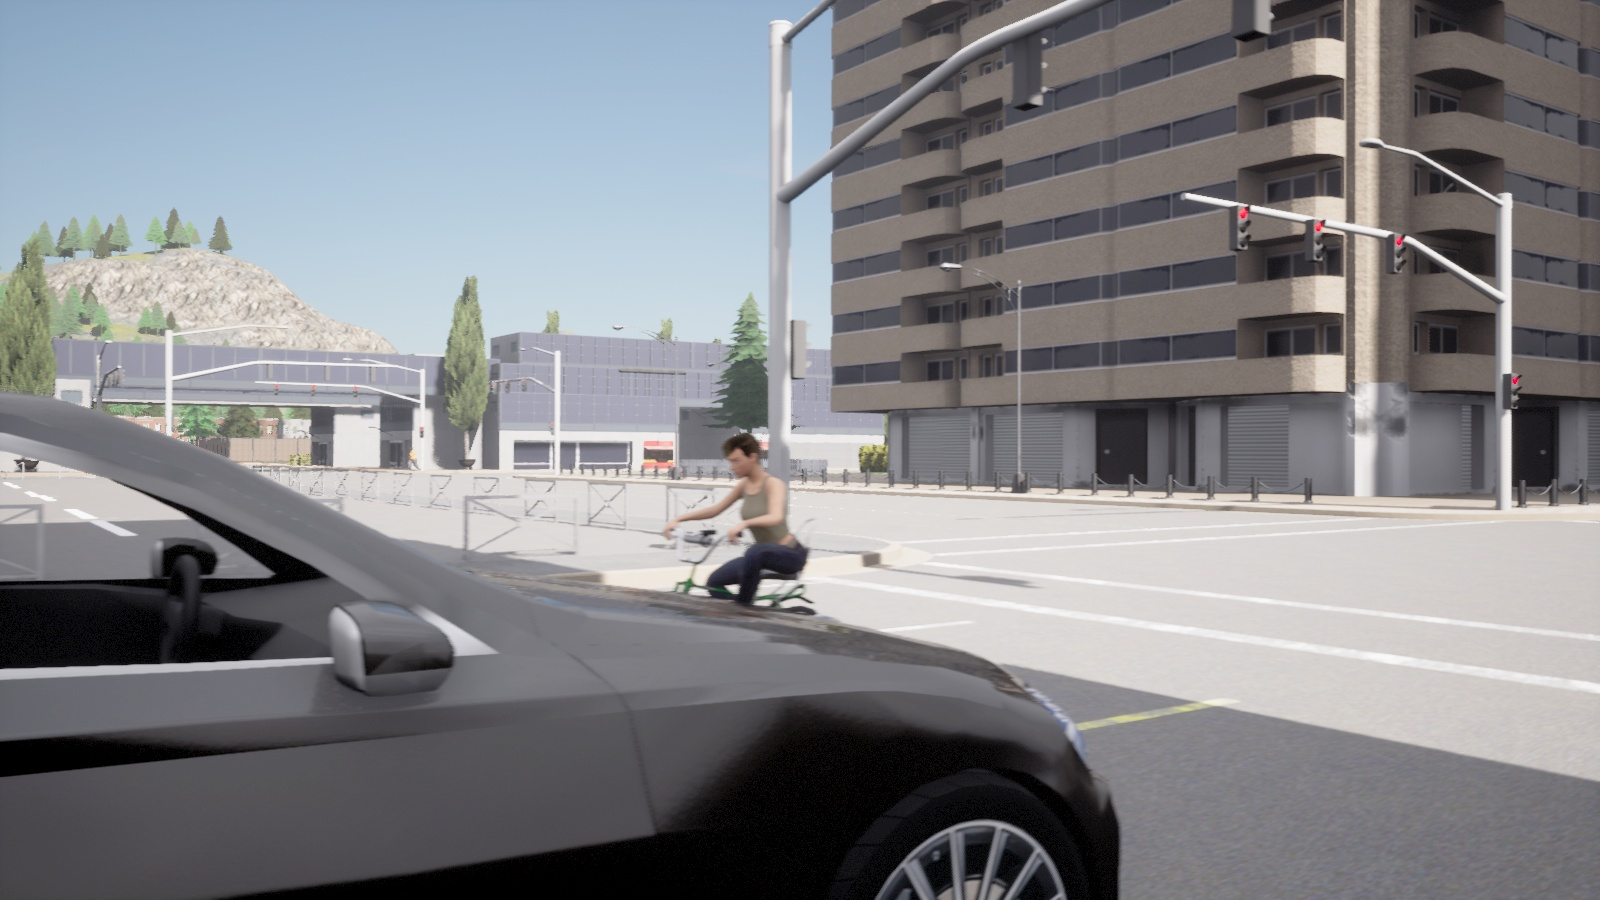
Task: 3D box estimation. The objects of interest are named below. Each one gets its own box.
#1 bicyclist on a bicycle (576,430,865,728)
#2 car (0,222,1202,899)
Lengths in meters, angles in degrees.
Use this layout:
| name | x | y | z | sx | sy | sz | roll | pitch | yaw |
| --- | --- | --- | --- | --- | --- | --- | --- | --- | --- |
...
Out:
| name | x | y | z | sx | sy | sz | roll | pitch | yaw |
| --- | --- | --- | --- | --- | --- | --- | --- | --- | --- |
| bicyclist on a bicycle | -0.473 | 0.701 | 7.589 | 1.509 | 1.612 | 0.866 | 0 | 0 | -35 |
| car | -1.712 | 0.533 | 2.468 | 5.027 | 1.651 | 2.152 | 0 | 0 | -35 |
